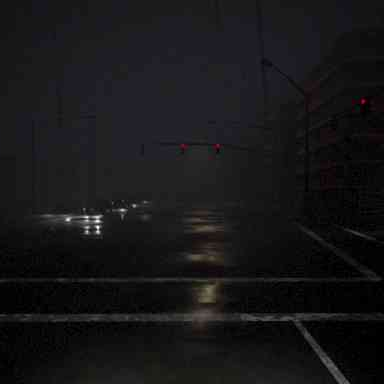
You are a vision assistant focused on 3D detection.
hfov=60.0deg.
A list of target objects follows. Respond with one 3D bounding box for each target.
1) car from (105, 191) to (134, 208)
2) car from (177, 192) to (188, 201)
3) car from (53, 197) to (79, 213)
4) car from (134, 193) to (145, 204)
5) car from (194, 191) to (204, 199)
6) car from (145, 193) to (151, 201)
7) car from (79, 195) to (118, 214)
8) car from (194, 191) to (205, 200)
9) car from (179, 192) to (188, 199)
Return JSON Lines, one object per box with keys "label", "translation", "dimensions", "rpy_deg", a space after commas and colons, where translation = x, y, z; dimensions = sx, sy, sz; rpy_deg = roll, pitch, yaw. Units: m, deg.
{"label": "car", "translation": [-9.397, 1.106, 43.333], "dimensions": [2.097, 1.767, 4.553], "rpy_deg": [0, 1, 1]}
{"label": "car", "translation": [-1.926, 0.917, 65.170], "dimensions": [2.033, 1.411, 5.357], "rpy_deg": [0, 1, 1]}
{"label": "car", "translation": [-13.003, 1.346, 35.359], "dimensions": [1.882, 1.535, 5.008], "rpy_deg": [0, 1, 1]}
{"label": "car", "translation": [-9.274, 1.132, 52.978], "dimensions": [2.033, 1.411, 5.357], "rpy_deg": [0, 1, 1]}
{"label": "car", "translation": [1.613, 0.556, 75.829], "dimensions": [2.097, 1.767, 4.553], "rpy_deg": [0, 1, 1]}
{"label": "car", "translation": [-9.086, 0.948, 63.513], "dimensions": [2.033, 1.411, 5.357], "rpy_deg": [0, 1, 1]}
{"label": "car", "translation": [-9.515, 1.369, 34.292], "dimensions": [2.128, 1.511, 4.902], "rpy_deg": [0, 1, 1]}
{"label": "car", "translation": [1.581, 0.855, 65.439], "dimensions": [2.128, 1.511, 4.902], "rpy_deg": [0, 1, 1]}
{"label": "car", "translation": [-1.887, 0.742, 75.821], "dimensions": [2.033, 1.411, 5.357], "rpy_deg": [0, 1, 1]}
